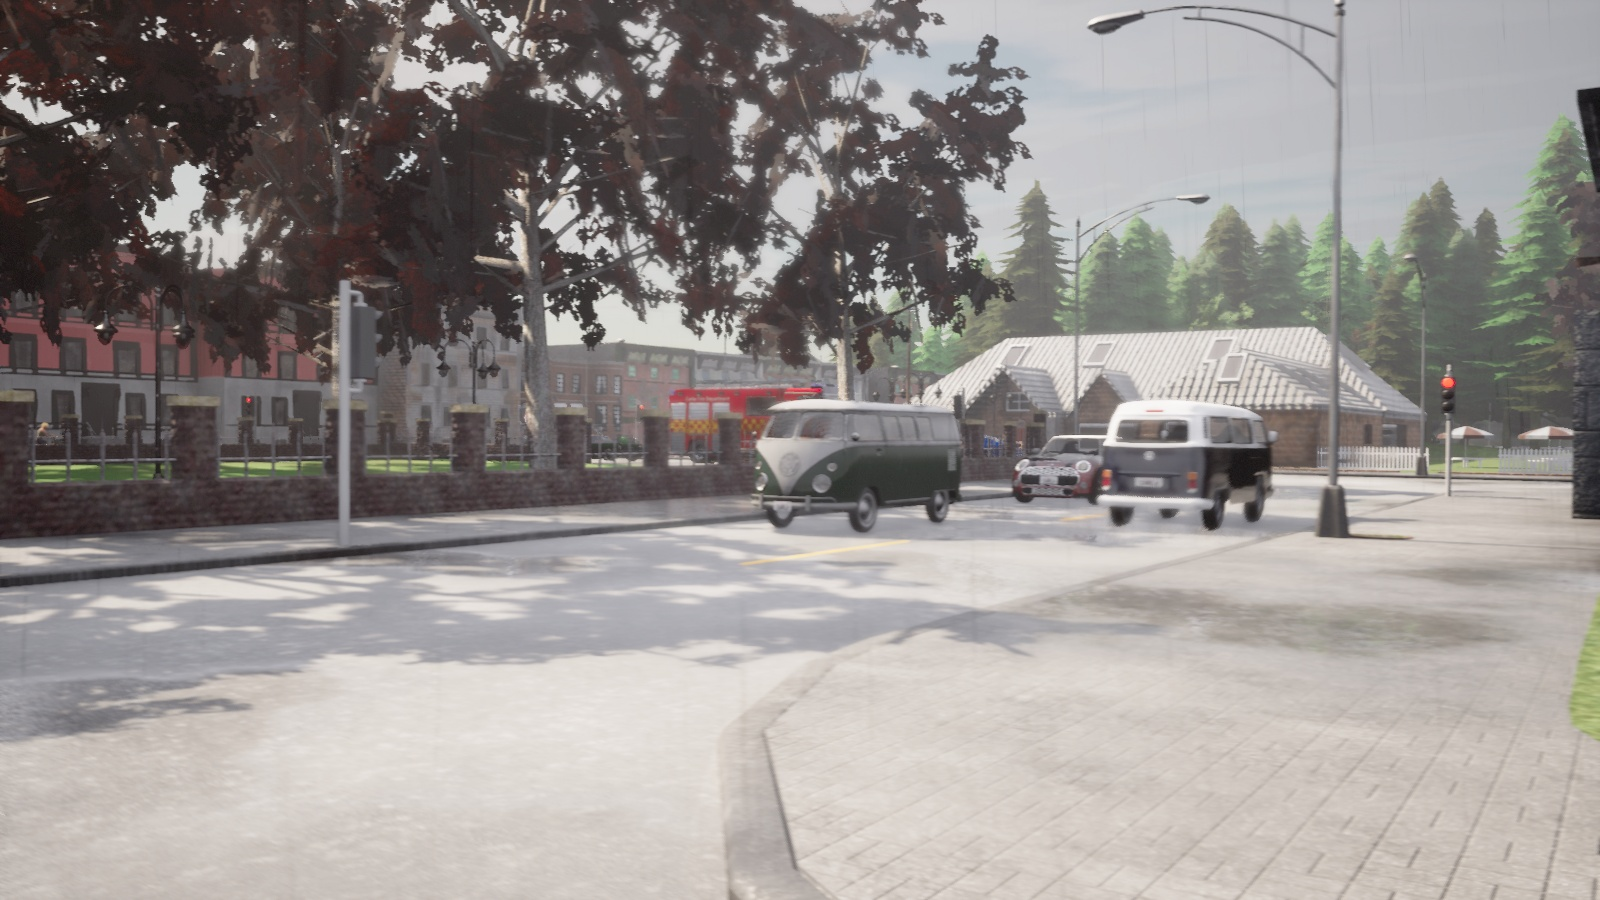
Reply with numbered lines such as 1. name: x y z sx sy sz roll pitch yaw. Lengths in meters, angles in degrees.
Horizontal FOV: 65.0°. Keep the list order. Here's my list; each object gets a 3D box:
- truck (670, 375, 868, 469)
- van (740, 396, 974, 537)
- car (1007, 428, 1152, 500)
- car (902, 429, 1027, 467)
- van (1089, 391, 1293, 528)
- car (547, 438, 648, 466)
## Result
1. truck: -1.424 -1.169 54.930 8.468 3.827 2.891 0 1 33
2. van: 1.050 0.200 20.090 1.775 1.987 4.442 0 1 32
3. car: 6.242 0.260 27.758 1.970 1.475 3.806 0 1 32
4. car: 7.074 -0.096 54.211 5.008 1.535 1.882 0 1 34
5. van: 6.699 0.103 21.184 2.069 2.038 4.480 0 1 34
6. car: -9.778 0.097 60.554 4.718 1.301 1.895 0 1 33
